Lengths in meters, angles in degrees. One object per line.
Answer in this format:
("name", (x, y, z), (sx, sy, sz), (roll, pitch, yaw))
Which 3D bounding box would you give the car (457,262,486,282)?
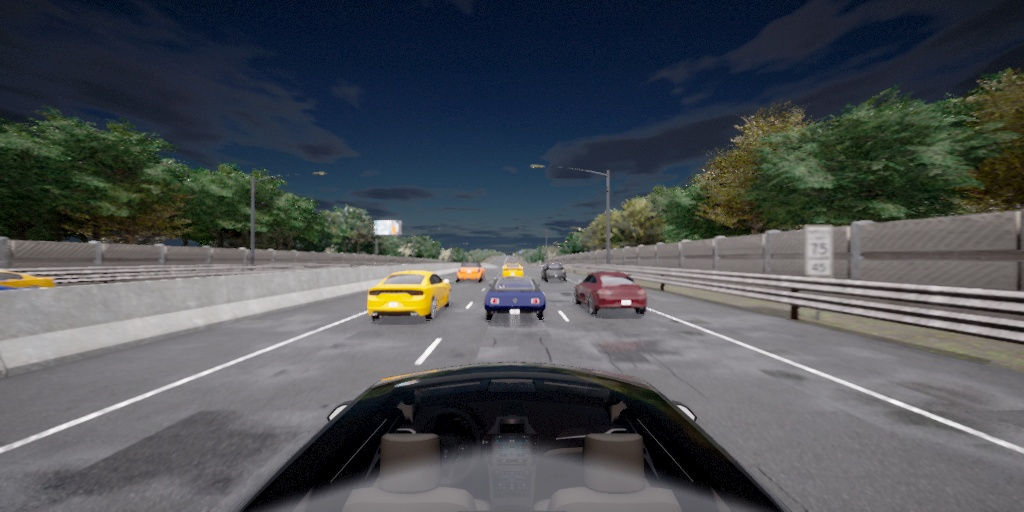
("car", (-3.428, 1.268, 30.705), (2.097, 1.767, 4.553), (0, -1, 0))

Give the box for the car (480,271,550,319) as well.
("car", (0.089, 1.380, 12.876), (1.895, 1.301, 4.718), (0, 0, 0))

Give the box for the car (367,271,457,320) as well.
("car", (-3.399, 1.256, 12.751), (1.882, 1.535, 5.008), (0, 0, 0))

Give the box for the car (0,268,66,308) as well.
("car", (-21.026, 1.259, 13.616), (1.882, 1.535, 5.008), (0, -1, 0))

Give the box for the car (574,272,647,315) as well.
("car", (3.589, 1.308, 13.570), (1.812, 1.442, 4.674), (0, 0, 0))

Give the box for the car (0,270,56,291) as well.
("car", (-14.069, 1.237, 7.934), (1.882, 1.535, 5.008), (0, 0, 0))

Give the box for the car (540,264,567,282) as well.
("car", (3.571, 1.415, 31.320), (2.128, 1.511, 4.902), (0, -1, 0))

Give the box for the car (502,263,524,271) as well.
("car", (0.069, 1.430, 33.839), (1.882, 1.535, 5.008), (0, -1, 0))
